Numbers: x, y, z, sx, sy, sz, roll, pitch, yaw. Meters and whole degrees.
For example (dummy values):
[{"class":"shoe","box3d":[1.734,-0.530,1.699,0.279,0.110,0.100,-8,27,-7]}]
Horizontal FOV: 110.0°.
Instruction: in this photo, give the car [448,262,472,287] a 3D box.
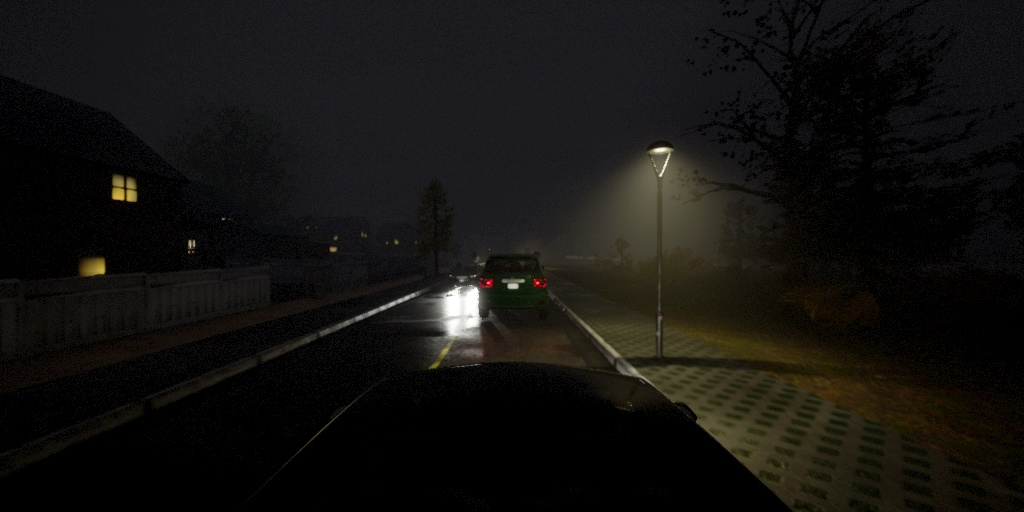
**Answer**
[{"class":"car","box3d":[-2.918,1.160,23.215,2.128,1.511,4.902,0,0,0]}]

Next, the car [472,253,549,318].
[{"class":"car","box3d":[0.044,0.930,12.816,2.150,2.045,5.566,0,0,0]}]
